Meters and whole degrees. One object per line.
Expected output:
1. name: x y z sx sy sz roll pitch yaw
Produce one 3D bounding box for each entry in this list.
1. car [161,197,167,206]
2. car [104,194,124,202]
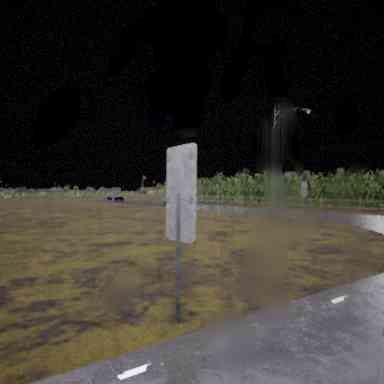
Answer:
1. car: -1.833 1.021 40.841 2.033 1.411 5.357 1 0 -35
2. car: -13.375 1.017 57.289 1.895 1.301 4.718 1 -1 -35
